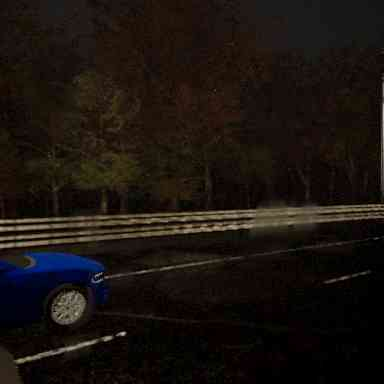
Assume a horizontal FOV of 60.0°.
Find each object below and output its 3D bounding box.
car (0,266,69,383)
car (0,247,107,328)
[{"bbox_3d":[-3.489,1.545,1.223,5.357,1.411,2.033,0,0,-36],"label":"car"},{"bbox_3d":[-3.860,1.470,5.225,5.008,1.535,1.882,0,0,-36],"label":"car"}]
